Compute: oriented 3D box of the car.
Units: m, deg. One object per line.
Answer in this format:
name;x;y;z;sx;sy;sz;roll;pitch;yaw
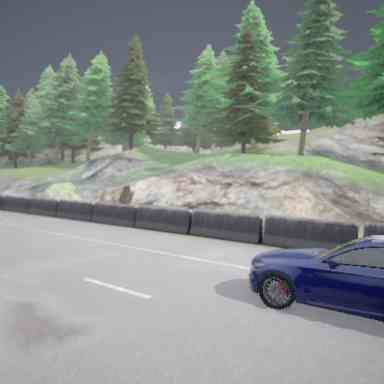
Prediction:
car;3.322;1.505;5.920;4.674;1.442;1.812;2;1;35
